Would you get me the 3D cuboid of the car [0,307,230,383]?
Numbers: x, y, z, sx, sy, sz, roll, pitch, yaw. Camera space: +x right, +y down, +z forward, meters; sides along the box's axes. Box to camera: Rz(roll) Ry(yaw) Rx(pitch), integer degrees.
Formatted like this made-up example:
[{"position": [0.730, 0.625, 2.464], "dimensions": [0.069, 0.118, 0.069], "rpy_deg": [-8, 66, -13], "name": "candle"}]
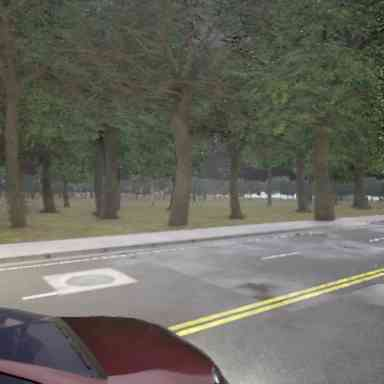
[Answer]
[{"position": [-1.667, 1.564, 2.252], "dimensions": [4.181, 1.385, 1.994], "rpy_deg": [0, 0, -36], "name": "car"}]
